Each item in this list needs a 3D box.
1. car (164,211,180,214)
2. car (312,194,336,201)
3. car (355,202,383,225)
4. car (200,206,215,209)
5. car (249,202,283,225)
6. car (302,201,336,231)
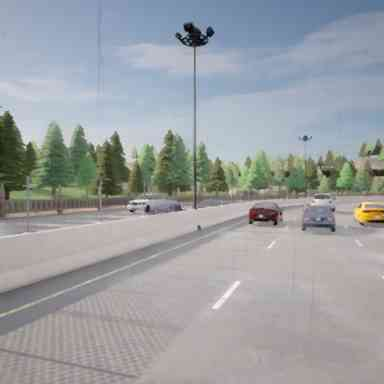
[{"bbox_3d":[-2.475,1.511,33.147,1.812,1.442,4.674,0,0,22],"label":"car"},{"bbox_3d":[14.610,1.193,36.815,2.150,2.045,5.566,0,0,26],"label":"car"},{"bbox_3d":[12.646,1.457,23.381,1.882,1.535,5.008,0,0,21],"label":"car"},{"bbox_3d":[1.931,1.488,34.685,1.837,1.490,4.892,0,-1,23],"label":"car"},{"bbox_3d":[5.416,1.462,24.086,1.882,1.535,5.008,0,-1,21],"label":"car"},{"bbox_3d":[7.743,1.532,20.362,2.033,1.411,5.357,0,0,21],"label":"car"}]
